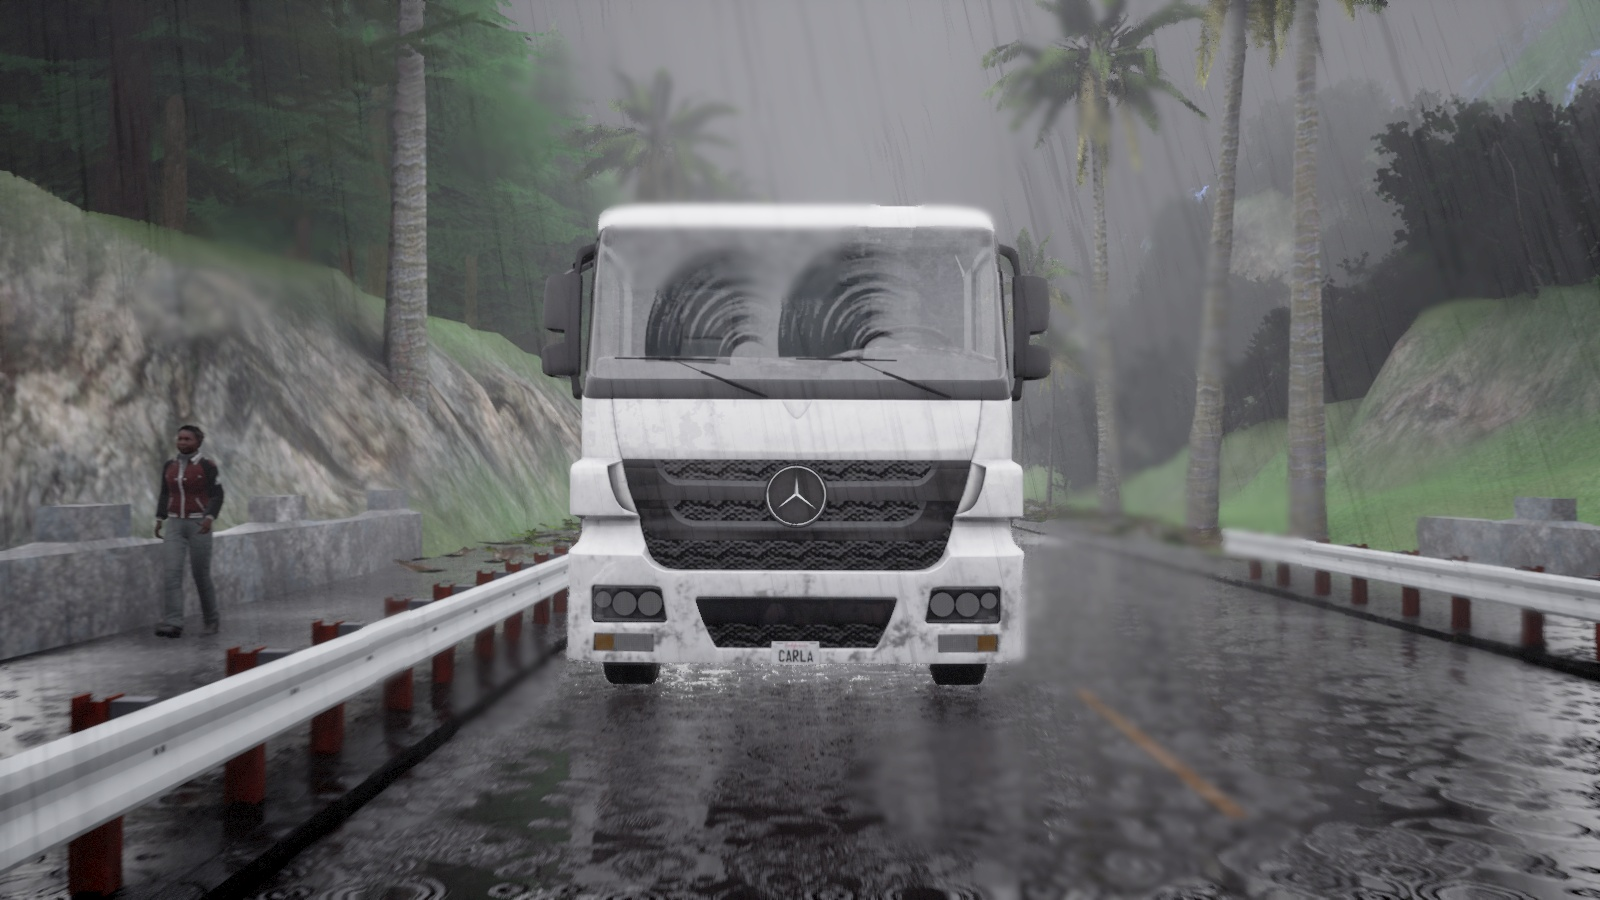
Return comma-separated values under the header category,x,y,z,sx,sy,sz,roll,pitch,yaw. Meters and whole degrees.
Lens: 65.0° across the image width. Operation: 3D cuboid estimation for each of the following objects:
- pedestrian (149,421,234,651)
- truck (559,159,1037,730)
category,x,y,z,sx,sy,sz,roll,pitch,yaw
pedestrian,-5.274,0.728,10.908,0.402,1.930,0.666,0,-1,1
truck,-0.029,0.027,11.597,2.891,3.462,7.936,0,-1,0
